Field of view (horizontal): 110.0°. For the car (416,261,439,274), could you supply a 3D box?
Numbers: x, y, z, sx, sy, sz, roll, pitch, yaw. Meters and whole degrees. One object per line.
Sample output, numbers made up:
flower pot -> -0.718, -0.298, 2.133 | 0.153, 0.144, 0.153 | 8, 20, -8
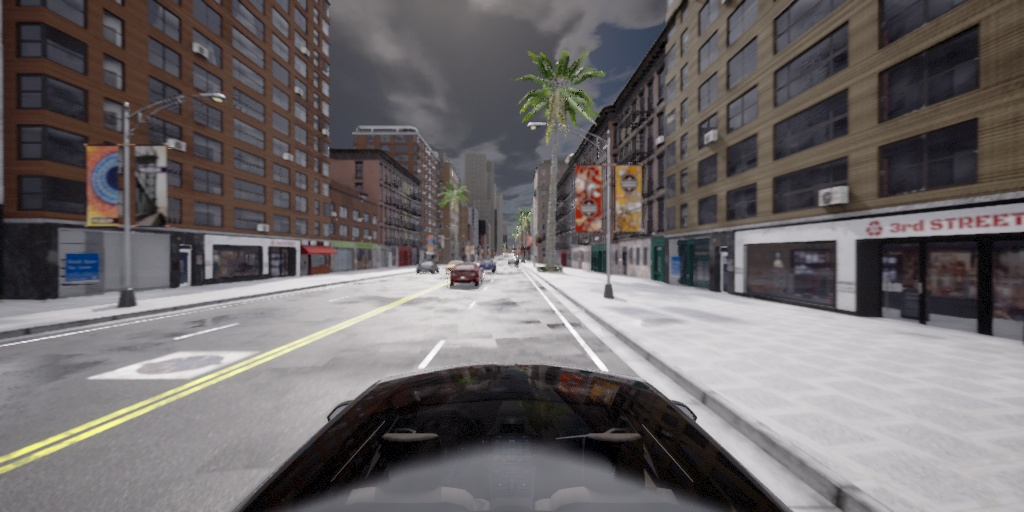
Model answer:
car -> -9.838, 1.343, 42.041 | 1.812, 1.442, 4.674 | 0, 0, 0

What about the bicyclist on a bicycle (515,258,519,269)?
bicyclist on a bicycle -> 0.889, 1.261, 57.074 | 0.659, 1.776, 1.843 | 0, -1, 0

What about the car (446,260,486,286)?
car -> -3.152, 1.250, 25.486 | 1.882, 1.535, 5.008 | 0, 0, 0

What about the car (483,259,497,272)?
car -> -3.154, 1.191, 47.188 | 2.097, 1.767, 4.553 | 0, 0, 0
